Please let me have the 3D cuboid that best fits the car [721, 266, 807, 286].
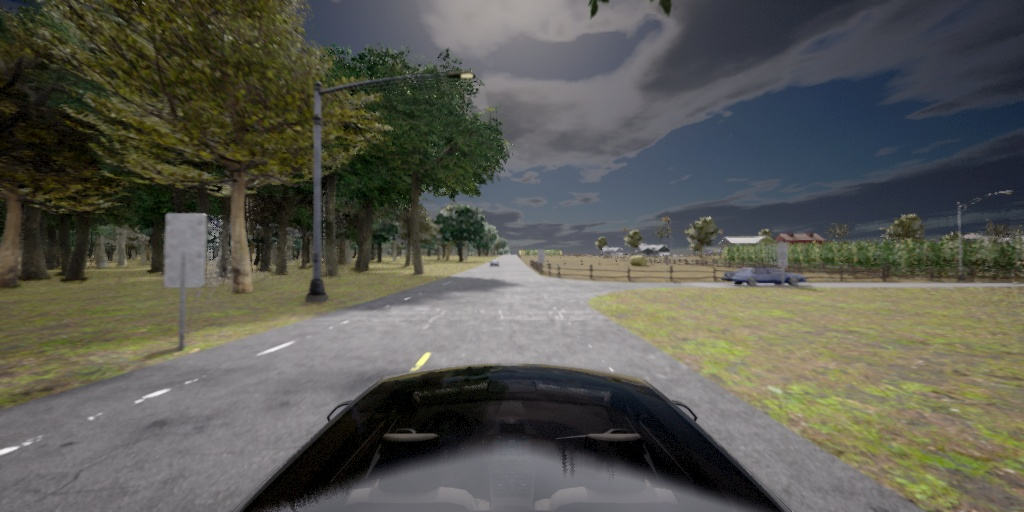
[{"bbox_3d":[18.359,1.462,26.310,5.357,1.411,2.033,0,-2,0],"label":"car"}]
